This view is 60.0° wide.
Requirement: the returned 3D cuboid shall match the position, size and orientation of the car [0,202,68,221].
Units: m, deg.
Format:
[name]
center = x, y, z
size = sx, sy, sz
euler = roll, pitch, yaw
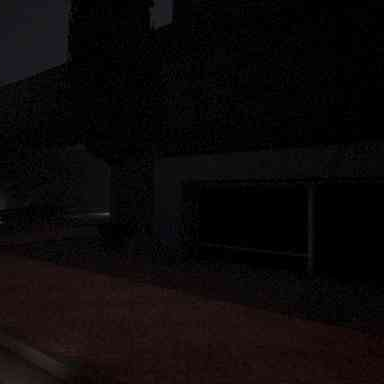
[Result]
[car]
center = -13.096, 1.547, 27.632
size = 2.033, 1.411, 5.357
euler = 0, 0, 36
